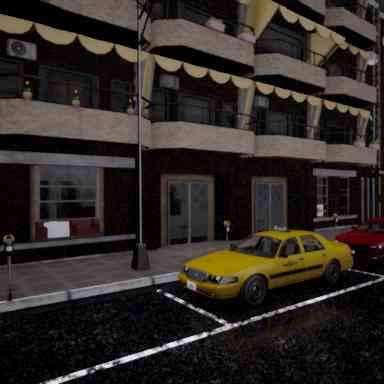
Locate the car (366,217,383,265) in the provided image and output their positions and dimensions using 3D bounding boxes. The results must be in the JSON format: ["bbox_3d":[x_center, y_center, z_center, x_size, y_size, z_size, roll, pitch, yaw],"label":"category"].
[{"bbox_3d":[6.602,1.545,11.242,4.507,1.381,1.887,0,0,-35],"label":"car"}]

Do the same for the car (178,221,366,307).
[{"bbox_3d":[1.957,1.525,7.945,4.829,1.417,1.752,0,0,-35],"label":"car"}]
